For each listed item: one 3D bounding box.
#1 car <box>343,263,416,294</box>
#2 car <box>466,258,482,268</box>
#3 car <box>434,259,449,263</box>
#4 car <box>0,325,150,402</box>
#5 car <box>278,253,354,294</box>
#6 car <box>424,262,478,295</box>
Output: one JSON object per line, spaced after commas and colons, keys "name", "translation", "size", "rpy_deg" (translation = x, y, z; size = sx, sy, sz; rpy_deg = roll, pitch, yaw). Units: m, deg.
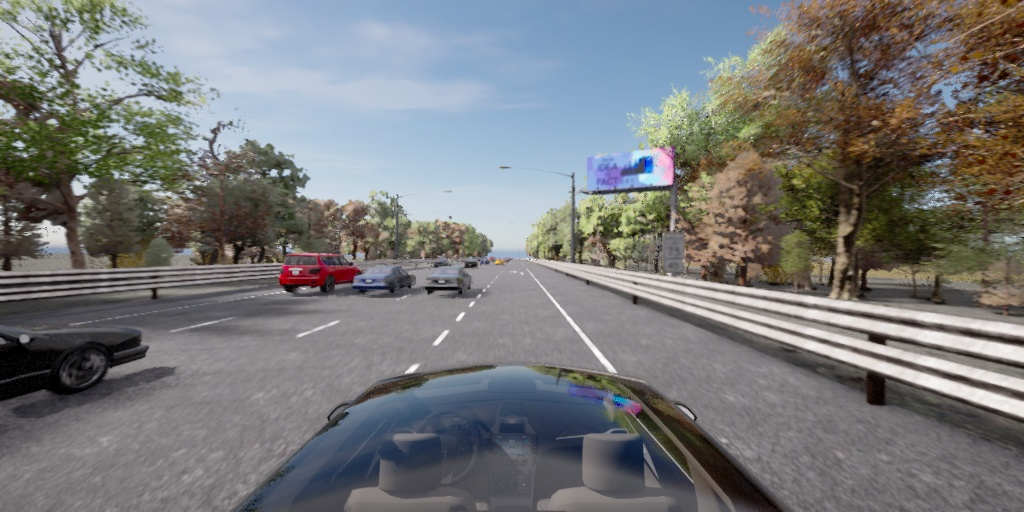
{"name": "car", "translation": [-6.833, 1.243, 19.678], "size": [2.033, 1.411, 5.357], "rpy_deg": [0, 0, 1]}
{"name": "car", "translation": [-6.390, 1.188, 57.410], "size": [1.882, 1.535, 5.008], "rpy_deg": [0, 0, 1]}
{"name": "car", "translation": [-9.959, 1.182, 51.467], "size": [1.837, 1.490, 4.892], "rpy_deg": [0, 0, 1]}
{"name": "car", "translation": [-7.023, 1.244, 3.481], "size": [2.033, 1.411, 5.357], "rpy_deg": [0, 0, 1]}
{"name": "car", "translation": [-10.329, 0.891, 19.850], "size": [2.150, 2.045, 5.566], "rpy_deg": [0, 0, 1]}
{"name": "car", "translation": [-3.335, 1.270, 19.574], "size": [2.033, 1.411, 5.357], "rpy_deg": [0, 0, 1]}
